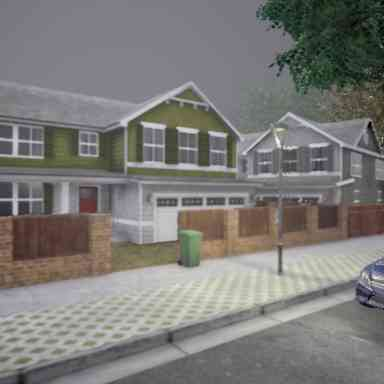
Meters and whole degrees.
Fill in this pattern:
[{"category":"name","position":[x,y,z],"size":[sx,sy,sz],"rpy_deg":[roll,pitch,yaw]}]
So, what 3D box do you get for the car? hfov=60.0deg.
[{"category":"car","position":[5.271,1.561,6.830],"size":[4.674,1.442,1.812],"rpy_deg":[0,0,-35]}]
